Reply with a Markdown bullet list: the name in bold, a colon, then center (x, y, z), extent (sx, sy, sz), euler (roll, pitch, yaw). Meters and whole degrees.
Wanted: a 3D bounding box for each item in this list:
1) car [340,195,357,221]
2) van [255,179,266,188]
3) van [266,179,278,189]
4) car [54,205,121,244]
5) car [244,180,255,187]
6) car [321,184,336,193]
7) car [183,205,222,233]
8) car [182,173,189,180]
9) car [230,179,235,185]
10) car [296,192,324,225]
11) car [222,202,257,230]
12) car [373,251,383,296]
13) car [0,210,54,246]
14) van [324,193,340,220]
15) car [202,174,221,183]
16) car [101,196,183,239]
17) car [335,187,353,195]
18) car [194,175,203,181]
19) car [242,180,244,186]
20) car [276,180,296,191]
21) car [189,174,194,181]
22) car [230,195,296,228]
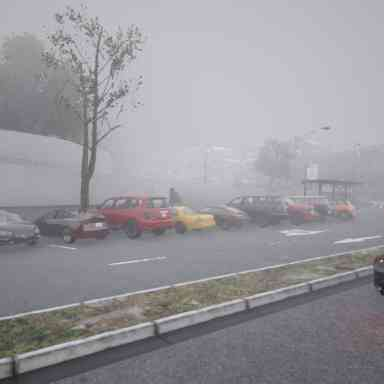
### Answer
- **car**: center (11.273, 1.404, 27.983), extent (4.553, 1.767, 2.185), euler (-1, -1, 35)
- **van**: center (15.864, -1.763, 71.158), extent (1.878, 1.987, 4.442), euler (7, 4, 35)
- **van**: center (17.588, -1.490, 68.683), extent (1.878, 1.987, 4.442), euler (7, 4, 35)
- **car**: center (-6.012, 1.524, 15.936), extent (4.792, 1.488, 2.163), euler (-1, -1, 35)
- **car**: center (14.296, -1.811, 73.892), extent (1.946, 1.575, 5.366), euler (7, 3, 35)
- **car**: center (24.538, -0.425, 58.920), extent (2.435, 2.045, 5.566), euler (7, 3, 35)
- **car**: center (-1.240, 1.503, 19.499), extent (5.366, 1.575, 1.946), euler (-1, -1, 35)
- **car**: center (0.282, -4.084, 93.410), extent (2.185, 1.767, 4.553), euler (4, 1, 34)
- **car**: center (10.732, -2.316, 78.682), extent (2.002, 1.452, 4.674), euler (7, 3, 35)
- **car**: center (6.318, 1.267, 24.573), extent (5.566, 2.045, 2.435), euler (-1, -1, 35)
- **car**: center (1.370, 1.549, 21.121), extent (4.674, 1.452, 2.002), euler (-1, -1, 35)
- **car**: center (5.853, 1.515, 7.278), extent (4.892, 1.490, 1.837), euler (0, 0, -35)
- **car**: center (-8.435, 1.493, 14.195), extent (4.892, 1.521, 2.231), euler (-1, -1, 35)
- **van**: center (8.860, 1.297, 26.237), extent (4.442, 1.987, 1.878), euler (-1, -1, 35)
- **car**: center (5.642, -3.175, 86.203), extent (1.946, 1.575, 5.366), euler (7, 3, 34)
- **car**: center (-3.563, 1.248, 17.676), extent (5.566, 2.045, 2.435), euler (-1, -1, 35)
- **car**: center (26.223, 0.137, 56.444), extent (2.002, 1.452, 4.674), euler (7, 3, 35)
- **car**: center (3.796, -3.698, 88.466), extent (2.435, 2.045, 5.566), euler (7, 3, 34)
- **car**: center (12.469, -2.043, 76.217), extent (2.002, 1.452, 4.674), euler (7, 4, 35)
- **car**: center (19.343, -0.991, 66.317), extent (2.231, 1.521, 4.892), euler (7, 3, 35)
- **car**: center (2.007, -3.849, 90.936), extent (2.185, 1.767, 4.553), euler (6, 3, 34)
- **car**: center (3.801, 1.263, 22.873), extent (5.566, 2.045, 2.435), euler (-1, -1, 35)
